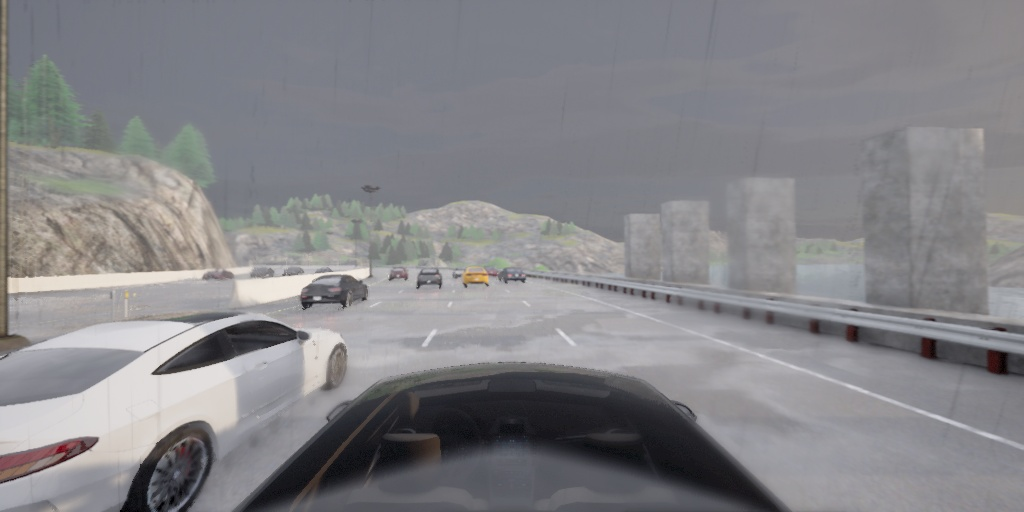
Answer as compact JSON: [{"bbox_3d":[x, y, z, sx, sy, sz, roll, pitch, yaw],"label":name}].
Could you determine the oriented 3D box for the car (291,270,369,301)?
[{"bbox_3d":[-8.162,1.578,16.797,1.812,1.442,4.674,-1,-1,-7],"label":"car"}]

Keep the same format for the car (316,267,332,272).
[{"bbox_3d":[-27.622,2.339,52.989,1.994,1.385,4.181,0,-1,-19],"label":"car"}]

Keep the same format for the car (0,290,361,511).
[{"bbox_3d":[-3.534,1.348,4.022,1.812,1.442,4.674,-1,-1,-3],"label":"car"}]

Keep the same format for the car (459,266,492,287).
[{"bbox_3d":[-3.082,1.651,29.587,1.882,1.535,5.008,0,-1,-10],"label":"car"}]

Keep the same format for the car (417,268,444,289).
[{"bbox_3d":[-6.387,1.683,28.165,2.128,1.511,4.902,-1,-1,-10],"label":"car"}]

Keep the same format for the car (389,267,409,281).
[{"bbox_3d":[-12.519,1.948,39.836,1.812,1.442,4.674,0,-1,-14],"label":"car"}]

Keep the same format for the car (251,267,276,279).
[{"bbox_3d":[-33.371,2.279,48.196,1.837,1.490,4.892,0,-1,-18],"label":"car"}]

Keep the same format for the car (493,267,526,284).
[{"bbox_3d":[-0.079,1.729,32.582,2.033,1.411,5.357,0,-1,-11],"label":"car"}]

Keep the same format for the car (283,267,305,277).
[{"bbox_3d":[-30.288,2.269,49.979,1.837,1.490,4.892,0,-1,-19],"label":"car"}]

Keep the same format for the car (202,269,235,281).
[{"bbox_3d":[-35.562,2.299,43.550,1.994,1.385,4.181,0,-1,-17],"label":"car"}]

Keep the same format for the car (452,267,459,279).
[{"bbox_3d":[-6.016,1.990,42.687,1.895,1.301,4.718,0,-1,-14],"label":"car"}]
